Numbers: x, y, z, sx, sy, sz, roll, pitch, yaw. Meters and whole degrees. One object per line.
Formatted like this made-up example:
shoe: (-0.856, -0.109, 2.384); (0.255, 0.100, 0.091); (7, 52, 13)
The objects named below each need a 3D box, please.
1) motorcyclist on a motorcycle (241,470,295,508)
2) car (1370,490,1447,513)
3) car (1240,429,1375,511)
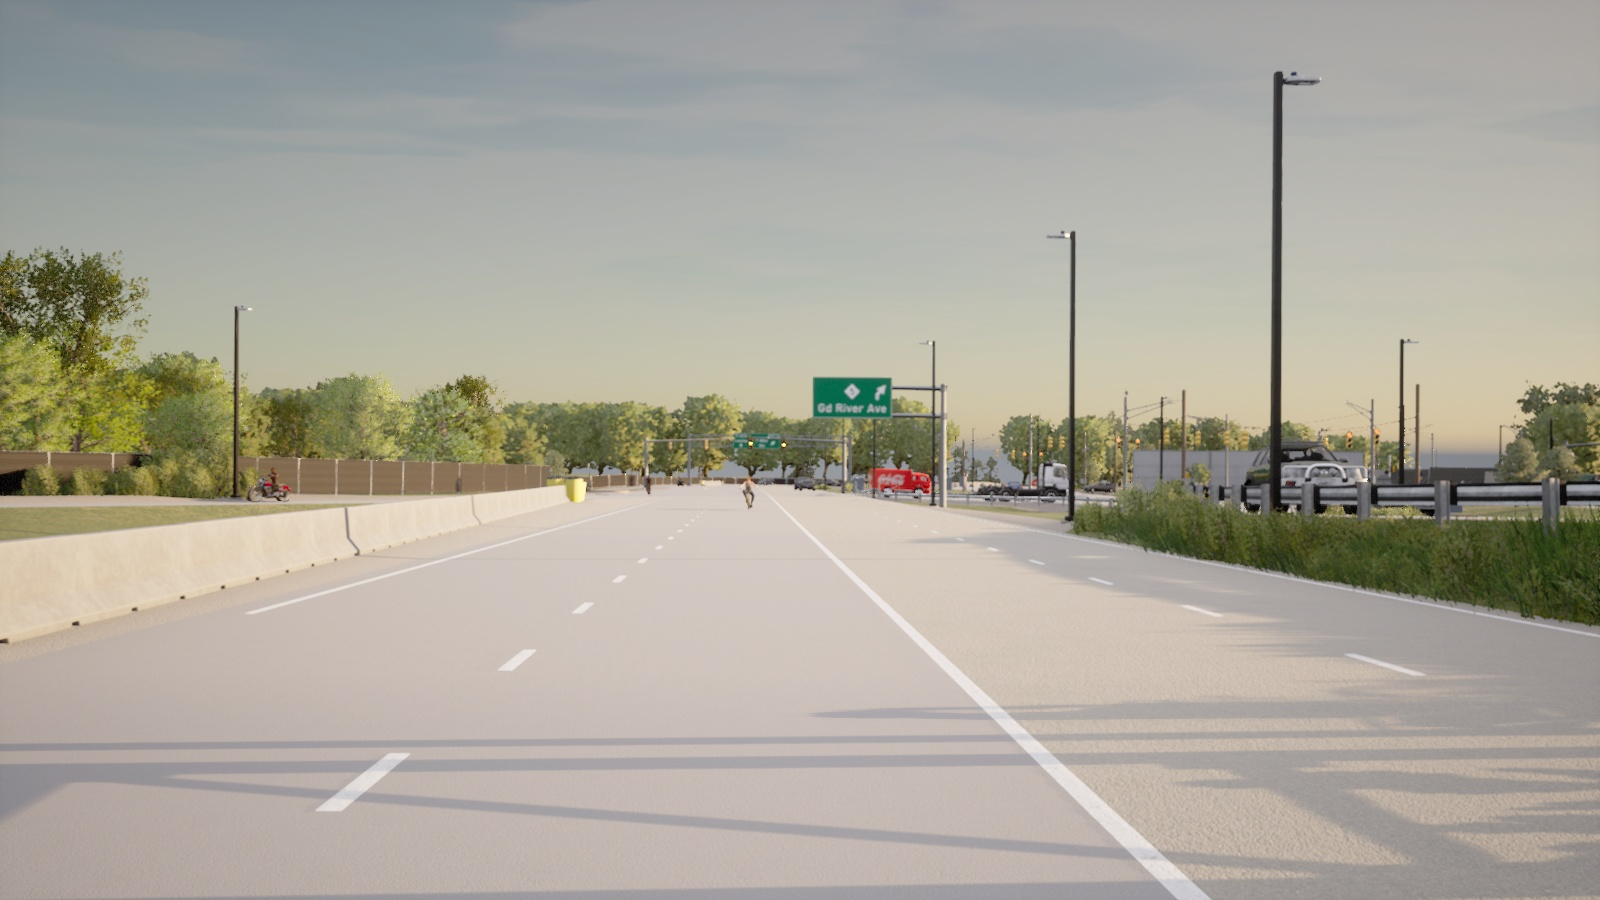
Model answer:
motorcyclist on a motorcycle: (-23.743, 1.748, 56.082); (0.766, 1.649, 2.350); (0, -1, 23)
car: (38.641, 3.244, 79.911); (2.033, 1.411, 5.357); (0, -2, -3)
car: (12.269, 0.564, 30.700); (1.932, 1.855, 4.605); (0, -3, 7)
